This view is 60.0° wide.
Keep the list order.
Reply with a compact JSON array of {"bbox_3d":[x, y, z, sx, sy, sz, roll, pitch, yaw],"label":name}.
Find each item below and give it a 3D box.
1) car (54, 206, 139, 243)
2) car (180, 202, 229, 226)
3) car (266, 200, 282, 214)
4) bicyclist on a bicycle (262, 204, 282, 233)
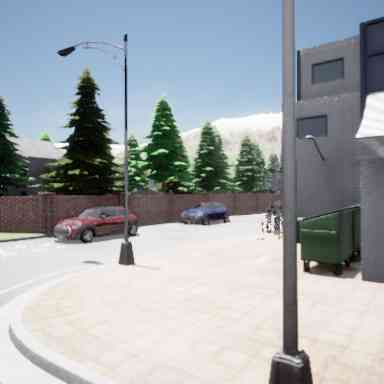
[{"bbox_3d":[-5.106,1.628,18.102,2.097,1.767,4.553,0,0,37],"label":"car"},{"bbox_3d":[1.079,1.627,26.445,2.097,1.767,4.553,0,0,37],"label":"car"},{"bbox_3d":[10.349,1.777,38.916,1.837,1.490,4.892,0,0,37],"label":"car"},{"bbox_3d":[4.673,1.524,18.734,1.656,1.620,0.582,-1,0,37],"label":"bicyclist on a bicycle"}]
